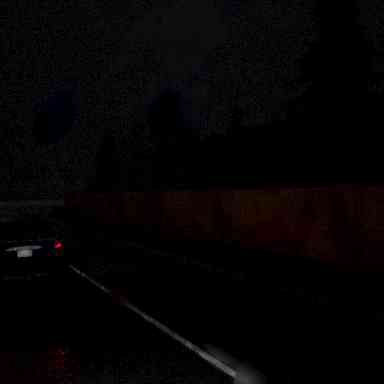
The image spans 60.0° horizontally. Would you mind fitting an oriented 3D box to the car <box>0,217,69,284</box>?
[{"bbox_3d":[-5.106,1.483,9.530,2.097,1.767,4.553,0,-1,-34],"label":"car"}]
